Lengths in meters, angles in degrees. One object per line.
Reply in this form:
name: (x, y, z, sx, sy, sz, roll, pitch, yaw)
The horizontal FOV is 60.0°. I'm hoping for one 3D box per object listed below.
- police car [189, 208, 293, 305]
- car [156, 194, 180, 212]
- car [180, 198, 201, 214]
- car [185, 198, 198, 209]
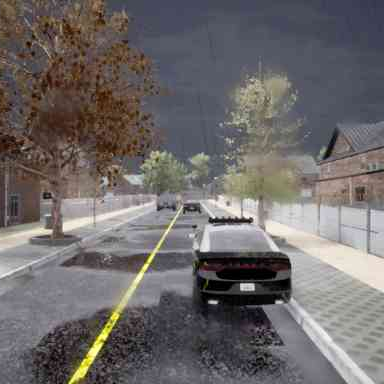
police car: (0.945, 1.430, 8.288, 1.930, 1.638, 5.238, 0, 0, 0)
car: (-2.931, 1.250, 39.425, 2.150, 2.045, 5.566, 0, 0, 0)
car: (0.004, 1.503, 36.279, 1.882, 1.535, 5.008, 0, 0, 0)
car: (-0.044, 1.564, 46.724, 1.812, 1.442, 4.674, 0, 0, 0)
